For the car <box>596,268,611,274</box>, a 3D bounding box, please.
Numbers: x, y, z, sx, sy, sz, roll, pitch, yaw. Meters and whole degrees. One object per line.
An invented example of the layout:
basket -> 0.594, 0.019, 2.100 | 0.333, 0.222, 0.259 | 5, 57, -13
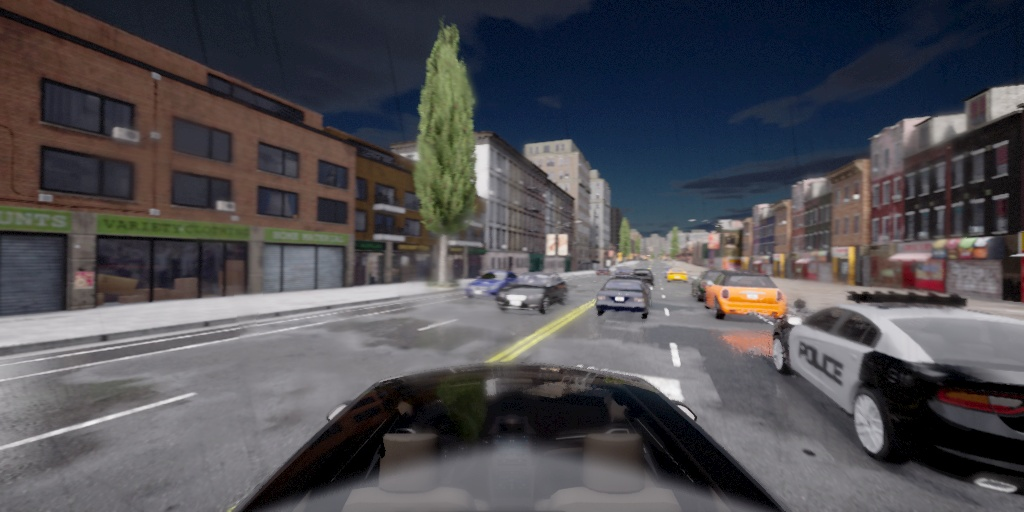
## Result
car -> 14.691, 2.547, 57.344 | 1.994, 1.385, 4.181 | 1, -1, 22

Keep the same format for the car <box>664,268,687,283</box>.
car -> 18.182, 2.141, 39.663 | 1.882, 1.535, 5.008 | 1, -2, 22

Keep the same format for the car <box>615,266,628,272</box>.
car -> 16.568, 2.279, 53.337 | 2.097, 1.767, 4.553 | 1, -1, 22

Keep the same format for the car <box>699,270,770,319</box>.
car -> 8.827, 1.407, 13.953 | 2.097, 1.767, 4.553 | 1, -1, 22

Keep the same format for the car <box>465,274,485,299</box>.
car -> -0.741, 1.503, 19.201 | 1.812, 1.442, 4.674 | 1, -1, 22

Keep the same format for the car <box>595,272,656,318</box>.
car -> 4.570, 1.542, 14.427 | 2.033, 1.411, 5.357 | 1, -1, 22

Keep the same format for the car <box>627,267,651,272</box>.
car -> 11.439, 1.888, 31.456 | 1.837, 1.490, 4.892 | 1, -1, 22

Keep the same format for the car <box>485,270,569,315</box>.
car -> 1.034, 1.436, 14.877 | 2.128, 1.511, 4.902 | 1, -1, 22

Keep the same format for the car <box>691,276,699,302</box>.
car -> 11.072, 1.527, 19.517 | 2.097, 1.767, 4.553 | 1, -1, 22

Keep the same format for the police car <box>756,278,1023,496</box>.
police car -> 5.138, 1.298, 4.808 | 1.930, 1.638, 5.238 | 1, -1, 22
